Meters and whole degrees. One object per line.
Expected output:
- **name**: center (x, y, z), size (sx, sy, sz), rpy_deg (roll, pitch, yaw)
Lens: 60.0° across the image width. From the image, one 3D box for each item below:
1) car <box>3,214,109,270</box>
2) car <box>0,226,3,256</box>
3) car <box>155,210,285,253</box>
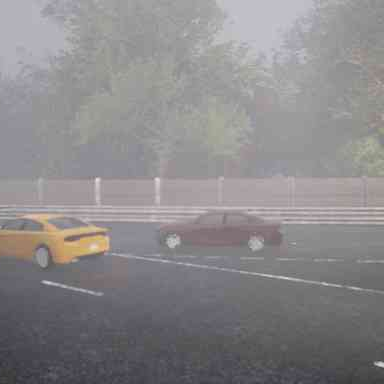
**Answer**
- **car**: center (-5.005, 1.455, 10.946), size (5.008, 1.535, 1.882), rpy_deg (0, 0, 30)
- **car**: center (-7.565, 1.210, 8.423), size (5.566, 2.045, 2.150), rpy_deg (0, 0, 29)
- **car**: center (1.044, 1.448, 13.078), size (5.008, 1.535, 1.882), rpy_deg (0, 0, 9)
